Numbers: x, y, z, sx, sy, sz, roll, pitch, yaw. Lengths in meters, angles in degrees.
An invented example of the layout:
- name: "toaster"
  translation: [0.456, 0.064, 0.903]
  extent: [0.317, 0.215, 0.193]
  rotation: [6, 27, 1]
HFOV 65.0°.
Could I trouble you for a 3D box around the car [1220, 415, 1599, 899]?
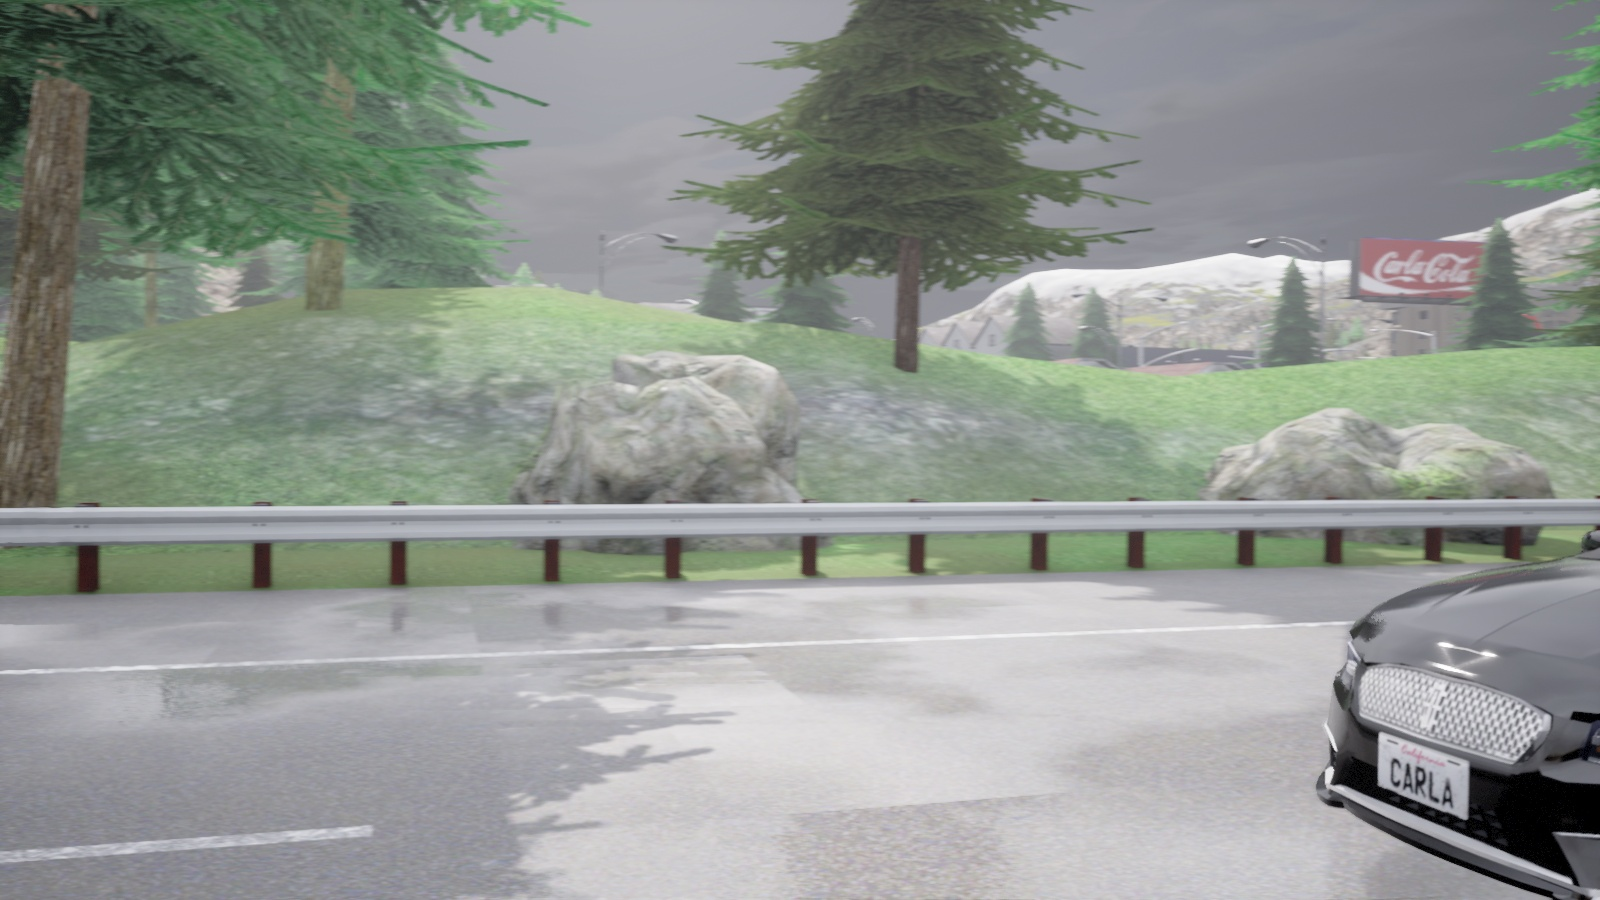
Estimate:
- name: "car"
  translation: [4.272, 0.617, 4.485]
  extent: [4.902, 1.511, 2.128]
  rotation: [-1, 1, -16]
